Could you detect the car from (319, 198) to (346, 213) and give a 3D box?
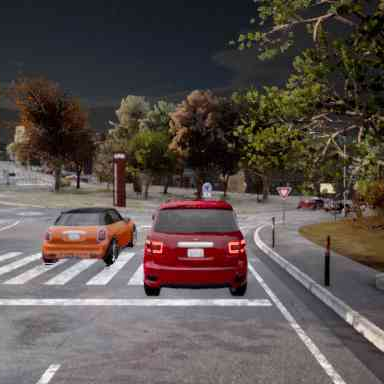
[{"bbox_3d":[15.870,1.422,36.165,2.033,1.411,5.357,1,2,37],"label":"car"}]

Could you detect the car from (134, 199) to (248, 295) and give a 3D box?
[{"bbox_3d":[0.067,1.197,8.792,2.150,2.045,5.566,0,0,0],"label":"car"}]

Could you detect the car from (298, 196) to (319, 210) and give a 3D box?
[{"bbox_3d":[14.326,1.106,40.088,2.097,1.767,4.553,1,2,32],"label":"car"}]

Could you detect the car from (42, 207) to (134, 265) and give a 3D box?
[{"bbox_3d":[-3.349,1.310,11.719,2.097,1.767,4.553,0,0,1],"label":"car"}]
